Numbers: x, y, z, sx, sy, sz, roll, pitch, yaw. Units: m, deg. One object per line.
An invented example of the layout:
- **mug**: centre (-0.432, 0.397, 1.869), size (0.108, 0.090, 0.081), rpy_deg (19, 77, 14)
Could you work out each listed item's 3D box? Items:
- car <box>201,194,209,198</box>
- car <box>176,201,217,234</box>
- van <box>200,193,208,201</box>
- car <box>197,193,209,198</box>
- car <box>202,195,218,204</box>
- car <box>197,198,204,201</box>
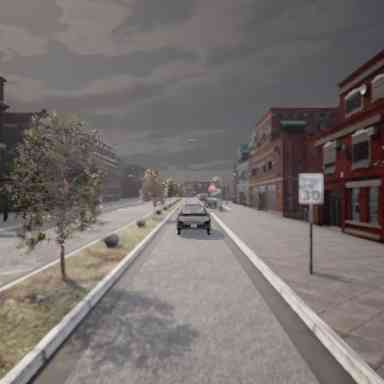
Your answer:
- **car**: centre (2.978, 1.508, 52.875), size (2.231, 1.521, 4.892), rpy_deg (0, 0, 0)
- **car**: centre (0.092, 1.506, 19.339), size (2.128, 1.511, 4.902), rpy_deg (0, 0, 0)
- **van**: centre (2.967, 1.256, 86.003), size (1.878, 1.987, 4.442), rpy_deg (0, 0, 0)
- **car**: centre (2.971, 1.229, 74.873), size (2.435, 2.045, 5.566), rpy_deg (0, 0, 0)
- **car**: centre (2.980, 1.511, 47.227), size (2.231, 1.521, 4.892), rpy_deg (0, 0, 0)
- **car**: centre (0.080, 1.631, 37.805), size (1.895, 1.301, 4.718), rpy_deg (0, 0, 0)
